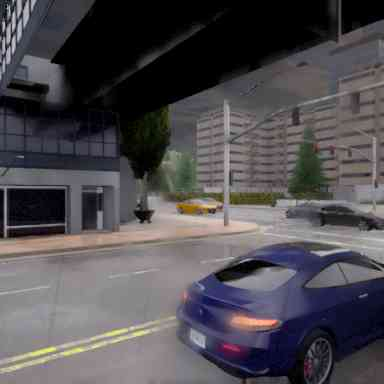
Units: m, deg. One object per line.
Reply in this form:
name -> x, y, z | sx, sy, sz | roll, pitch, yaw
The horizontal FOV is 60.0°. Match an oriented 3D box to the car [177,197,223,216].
car -> 0.422, 1.473, 32.542 | 1.882, 1.535, 5.008 | 0, 0, -36

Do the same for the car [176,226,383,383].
car -> 1.947, 1.525, 5.185 | 4.674, 1.442, 1.812 | 0, 0, -35

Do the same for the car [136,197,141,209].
car -> -8.680, 1.559, 45.172 | 1.994, 1.385, 4.181 | 0, 0, -36

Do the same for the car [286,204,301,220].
car -> 9.607, 1.559, 26.385 | 1.994, 1.385, 4.181 | 0, 0, -41

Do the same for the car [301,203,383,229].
car -> 9.419, 1.500, 20.216 | 1.837, 1.490, 4.892 | 0, 0, -36

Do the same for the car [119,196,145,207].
car -> -9.450, 1.486, 52.247 | 2.128, 1.511, 4.902 | 0, 0, -36
